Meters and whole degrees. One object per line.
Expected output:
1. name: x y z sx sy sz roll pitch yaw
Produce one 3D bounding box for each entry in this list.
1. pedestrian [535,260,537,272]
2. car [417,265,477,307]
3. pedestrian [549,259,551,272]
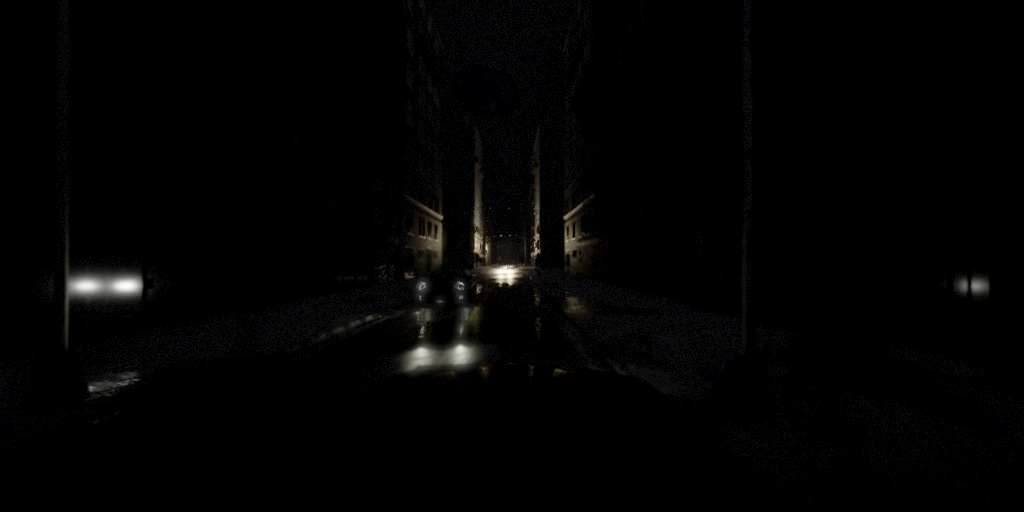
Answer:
1. pedestrian: 3.511 1.391 52.240 0.375 1.860 0.375 0 -1 0
2. car: -2.849 1.246 16.431 2.097 1.767 4.553 0 -1 0
3. pedestrian: 5.511 1.386 51.640 0.375 1.860 0.375 0 -1 0
